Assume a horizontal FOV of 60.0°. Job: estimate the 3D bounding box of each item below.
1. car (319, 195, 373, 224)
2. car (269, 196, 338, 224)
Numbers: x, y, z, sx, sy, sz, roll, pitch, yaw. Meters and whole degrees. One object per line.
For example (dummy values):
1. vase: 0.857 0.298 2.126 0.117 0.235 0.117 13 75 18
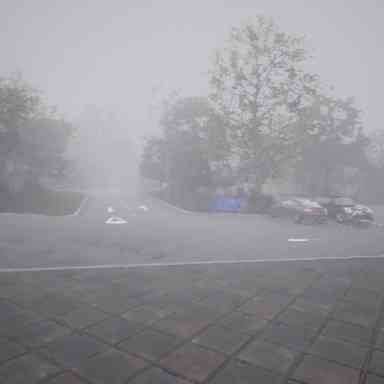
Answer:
1. car: 9.778 1.060 22.244 2.185 1.767 4.553 2 2 -16
2. car: 6.734 1.142 21.344 2.002 1.452 4.674 2 2 -16
